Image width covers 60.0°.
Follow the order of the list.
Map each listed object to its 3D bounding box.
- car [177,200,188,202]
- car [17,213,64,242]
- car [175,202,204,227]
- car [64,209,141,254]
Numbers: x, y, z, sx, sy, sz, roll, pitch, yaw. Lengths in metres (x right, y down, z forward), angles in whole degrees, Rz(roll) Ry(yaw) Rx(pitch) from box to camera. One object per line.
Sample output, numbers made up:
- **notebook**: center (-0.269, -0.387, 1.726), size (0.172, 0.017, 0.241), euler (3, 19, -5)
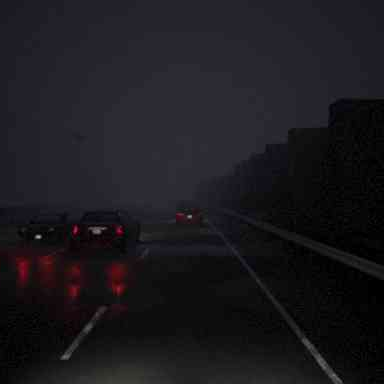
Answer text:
- **car**: center (-1.210, 1.813, 42.973), size (2.033, 1.649, 4.856), euler (0, 0, -5)
- **car**: center (-7.008, 1.753, 17.286), size (1.895, 1.301, 4.718), euler (0, 0, -1)
- **car**: center (-0.226, 1.724, 24.725), size (2.163, 1.488, 4.792), euler (0, 0, -2)
- **car**: center (-3.479, 1.477, 14.164), size (2.097, 1.767, 4.553), euler (0, -1, -1)
